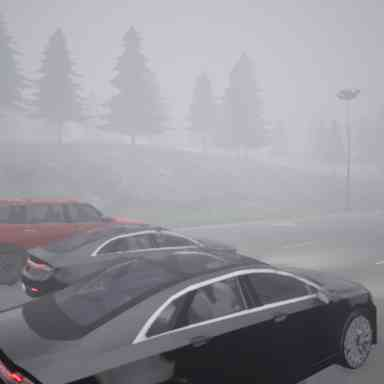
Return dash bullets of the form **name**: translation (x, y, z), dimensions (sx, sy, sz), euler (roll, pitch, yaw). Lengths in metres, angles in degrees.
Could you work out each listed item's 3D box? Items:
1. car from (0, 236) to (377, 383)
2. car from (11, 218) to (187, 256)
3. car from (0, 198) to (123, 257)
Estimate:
- **car**: translation (0.334, 1.469, 3.983), dimensions (4.902, 1.511, 2.128), euler (-1, 0, -36)
- **car**: translation (-1.008, 1.459, 7.325), dimensions (4.902, 1.511, 2.128), euler (0, 0, -36)
- **car**: translation (-3.751, 1.197, 9.669), dimensions (5.566, 2.045, 2.150), euler (0, 0, -36)
